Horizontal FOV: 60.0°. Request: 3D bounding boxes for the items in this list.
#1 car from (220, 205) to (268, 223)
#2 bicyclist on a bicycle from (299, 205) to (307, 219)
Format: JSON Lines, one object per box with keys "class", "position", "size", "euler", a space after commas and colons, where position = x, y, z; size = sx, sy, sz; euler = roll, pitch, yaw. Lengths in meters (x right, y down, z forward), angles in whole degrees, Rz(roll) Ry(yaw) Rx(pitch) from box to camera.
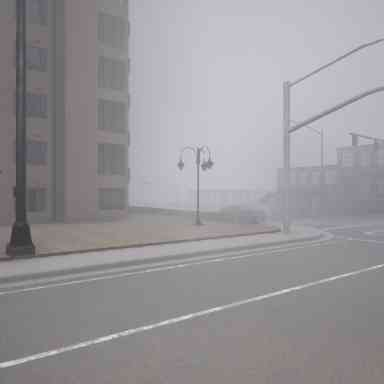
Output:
{"class": "car", "position": [5.030, 2.300, 33.758], "size": [2.150, 2.045, 5.566], "euler": [0, -9, -36]}
{"class": "bicyclist on a bicycle", "position": [13.543, 2.464, 40.664], "size": [1.656, 1.620, 0.582], "euler": [0, -8, -35]}
